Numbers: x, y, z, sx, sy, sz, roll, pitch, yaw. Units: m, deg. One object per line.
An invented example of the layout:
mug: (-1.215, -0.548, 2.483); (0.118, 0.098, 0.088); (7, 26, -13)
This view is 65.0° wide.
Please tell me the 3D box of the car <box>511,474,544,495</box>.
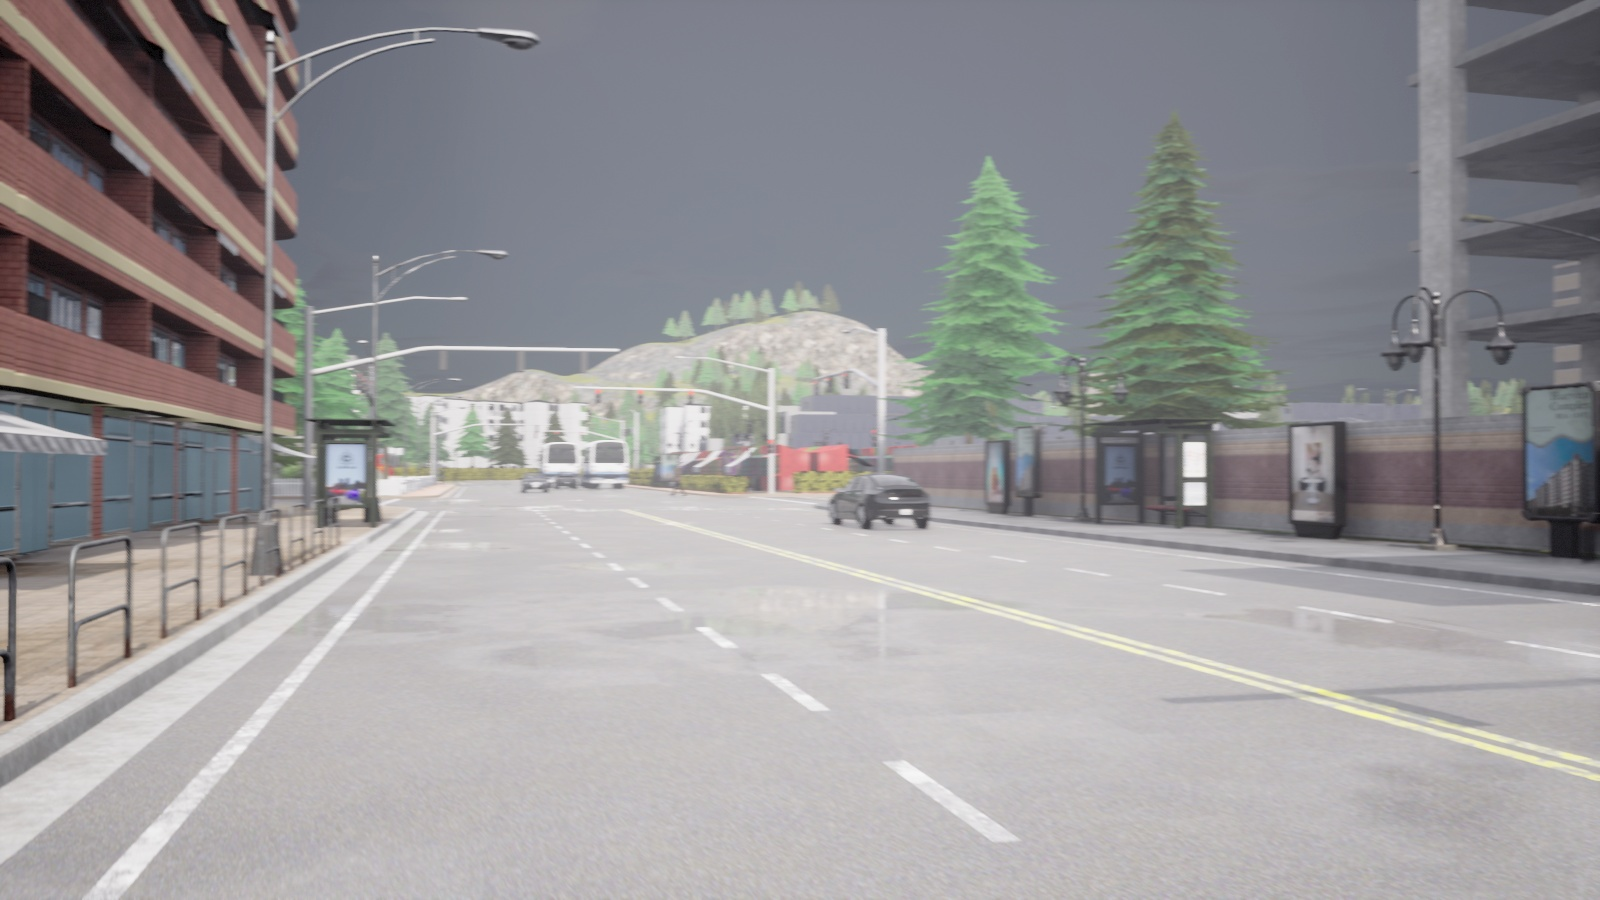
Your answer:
car: (-19.818, 2.482, 91.132); (2.128, 1.511, 4.902); (0, -1, -15)

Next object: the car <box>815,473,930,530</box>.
car: (1.960, 1.414, 35.660); (1.837, 1.490, 4.892); (0, -1, -15)
